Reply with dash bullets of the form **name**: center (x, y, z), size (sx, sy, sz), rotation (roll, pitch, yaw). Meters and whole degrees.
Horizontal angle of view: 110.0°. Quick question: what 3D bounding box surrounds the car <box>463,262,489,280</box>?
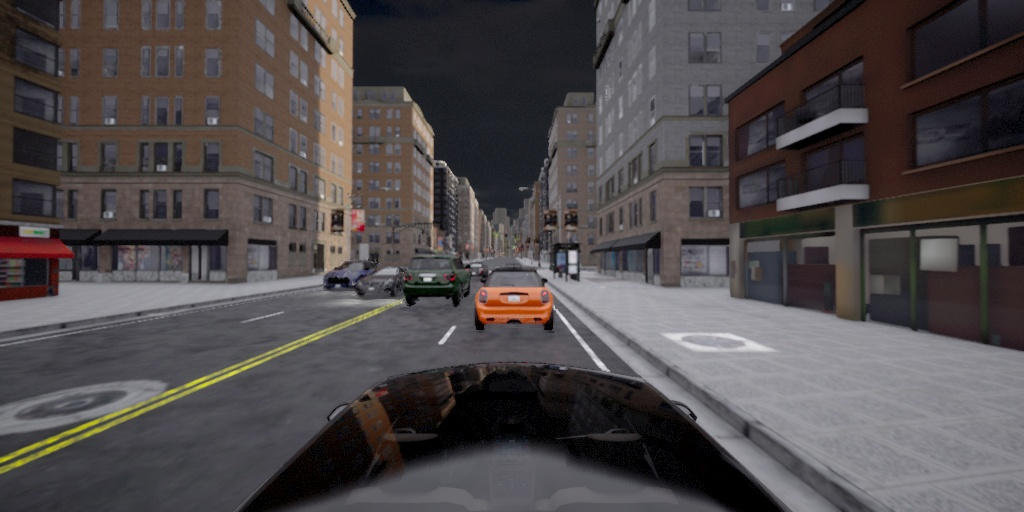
- **car**: center (-3.159, 1.281, 32.145), size (1.812, 1.442, 4.674), rotation (0, 0, 0)

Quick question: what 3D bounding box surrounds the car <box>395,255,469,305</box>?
- **car**: center (-3.160, 0.972, 16.075), size (2.150, 2.045, 5.566), rotation (0, 0, 0)

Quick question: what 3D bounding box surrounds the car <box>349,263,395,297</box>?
- **car**: center (-6.599, 1.276, 19.144), size (1.812, 1.442, 4.674), rotation (0, 0, 0)

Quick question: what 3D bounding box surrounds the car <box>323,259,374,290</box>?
- **car**: center (-9.845, 1.103, 22.512), size (2.097, 1.767, 4.553), rotation (0, 0, 0)

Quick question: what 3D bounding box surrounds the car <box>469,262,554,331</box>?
- **car**: center (0.067, 1.101, 11.189), size (2.097, 1.767, 4.553), rotation (0, 0, 0)
